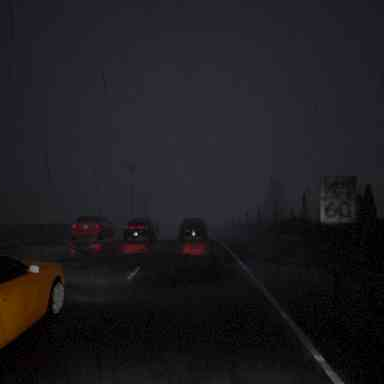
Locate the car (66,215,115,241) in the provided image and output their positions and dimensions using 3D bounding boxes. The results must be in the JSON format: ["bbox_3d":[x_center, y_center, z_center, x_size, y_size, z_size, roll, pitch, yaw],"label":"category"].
[{"bbox_3d":[-6.904,2.499,23.706,2.097,1.767,4.553,0,-6,0],"label":"car"}]

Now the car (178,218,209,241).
[{"bbox_3d":[0.097,2.579,22.973,1.837,1.490,4.892,0,-6,0],"label":"car"}]

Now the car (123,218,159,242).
[{"bbox_3d":[-3.403,2.546,22.627,1.837,1.490,4.892,0,-5,0],"label":"car"}]

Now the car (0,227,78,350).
[{"bbox_3d":[-3.402,1.518,4.540,1.882,1.535,5.008,0,-1,0],"label":"car"}]
